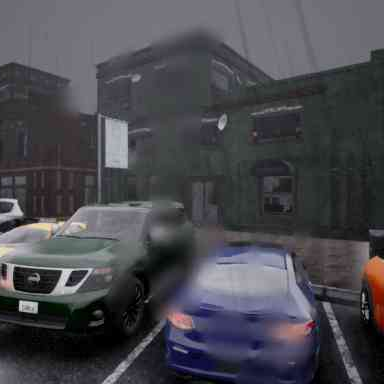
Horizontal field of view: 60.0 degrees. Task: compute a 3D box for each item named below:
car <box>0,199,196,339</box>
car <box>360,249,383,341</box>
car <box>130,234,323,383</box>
[{"bbox_3d":[-1.457,1.236,7.118,2.435,2.045,5.566,1,-1,15],"label":"car"},{"bbox_3d":[3.439,1.360,3.695,2.185,1.767,4.553,1,-1,15],"label":"car"},{"bbox_3d":[0.975,1.526,5.399,2.002,1.452,4.674,0,-1,15],"label":"car"}]
